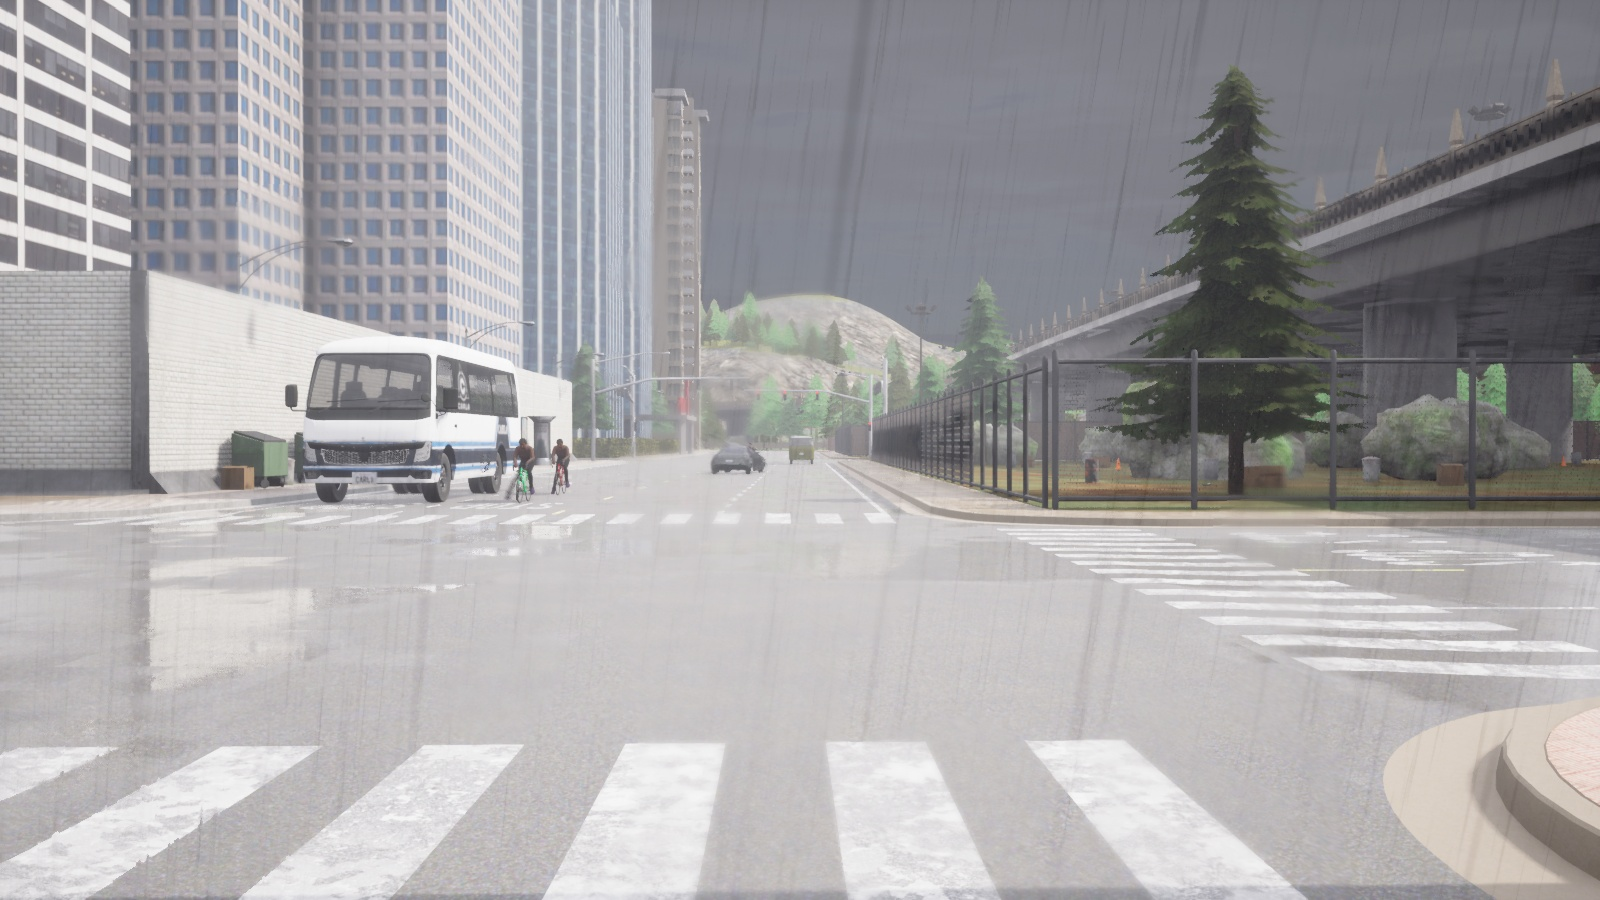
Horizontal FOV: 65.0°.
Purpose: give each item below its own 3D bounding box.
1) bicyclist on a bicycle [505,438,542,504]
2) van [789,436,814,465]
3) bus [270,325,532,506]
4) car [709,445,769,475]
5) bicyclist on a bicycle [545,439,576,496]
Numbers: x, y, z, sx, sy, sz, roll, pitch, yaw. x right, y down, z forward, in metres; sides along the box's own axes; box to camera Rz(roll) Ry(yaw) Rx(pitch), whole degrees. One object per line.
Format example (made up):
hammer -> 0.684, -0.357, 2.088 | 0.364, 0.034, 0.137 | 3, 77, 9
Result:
bicyclist on a bicycle -> -6.952, 0.515, 31.641 | 0.582, 1.620, 1.656 | 0, 1, 0
van -> 0.106, -0.003, 89.002 | 1.775, 1.987, 4.442 | 0, 0, 0
bus -> -10.448, -0.833, 34.565 | 3.944, 4.253, 10.273 | 0, 0, 0
car -> -2.947, 0.461, 61.426 | 1.994, 1.385, 4.181 | 0, 0, 11
bicyclist on a bicycle -> -6.947, 0.488, 36.483 | 0.582, 1.620, 1.656 | 0, 1, 0
